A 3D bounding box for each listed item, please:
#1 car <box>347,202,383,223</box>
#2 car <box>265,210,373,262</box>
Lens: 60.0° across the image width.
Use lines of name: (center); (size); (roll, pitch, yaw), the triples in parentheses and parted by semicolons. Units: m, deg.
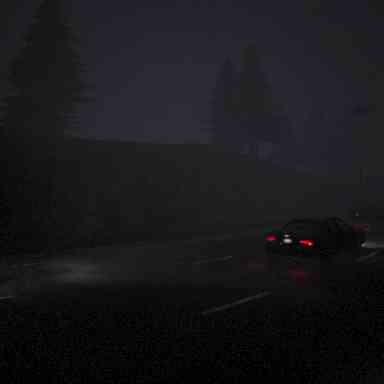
car: (14.423, 1.603, 27.239); (5.008, 1.535, 1.882); (0, 0, -45)
car: (4.778, 1.616, 12.462); (2.033, 1.411, 5.357); (-1, -1, 43)
